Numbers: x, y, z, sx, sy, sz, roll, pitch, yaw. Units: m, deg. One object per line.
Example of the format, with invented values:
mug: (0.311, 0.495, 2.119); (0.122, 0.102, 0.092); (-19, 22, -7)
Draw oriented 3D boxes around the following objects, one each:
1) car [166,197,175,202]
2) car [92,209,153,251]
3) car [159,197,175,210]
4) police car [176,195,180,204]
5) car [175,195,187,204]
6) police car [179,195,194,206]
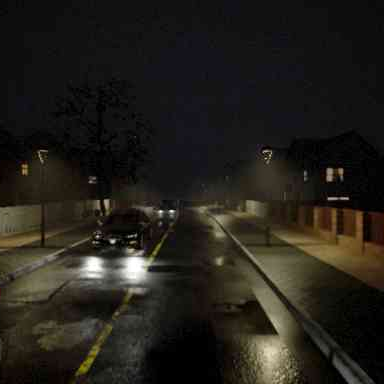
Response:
car: (-6.046, 2.153, 93.117); (1.895, 1.301, 4.718); (0, -1, -11)
car: (-2.819, 1.520, 14.309); (1.837, 1.490, 4.892); (0, 0, 0)
car: (-3.408, 1.679, 45.215); (1.812, 1.442, 4.674); (0, 0, -3)
police car: (-1.722, 1.784, 69.292); (1.930, 1.638, 5.238); (0, -1, -7)
car: (-2.450, 1.652, 75.208); (2.150, 2.045, 5.566); (0, -1, -7)
police car: (-0.702, 1.681, 59.278); (1.930, 1.638, 5.238); (0, -1, -5)
